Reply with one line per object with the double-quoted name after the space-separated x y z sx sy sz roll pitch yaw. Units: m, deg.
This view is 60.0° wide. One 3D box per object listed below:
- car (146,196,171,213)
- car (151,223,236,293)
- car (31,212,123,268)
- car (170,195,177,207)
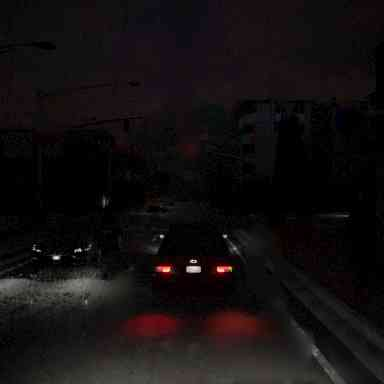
-3.863 1.478 37.161 1.882 1.535 5.008 0 0 2 "car"
0.036 1.547 8.960 2.033 1.411 5.357 0 0 0 "car"
-3.629 1.505 11.309 1.837 1.490 4.892 0 0 0 "car"
-3.728 1.525 51.563 1.812 1.442 4.674 0 0 0 "car"
